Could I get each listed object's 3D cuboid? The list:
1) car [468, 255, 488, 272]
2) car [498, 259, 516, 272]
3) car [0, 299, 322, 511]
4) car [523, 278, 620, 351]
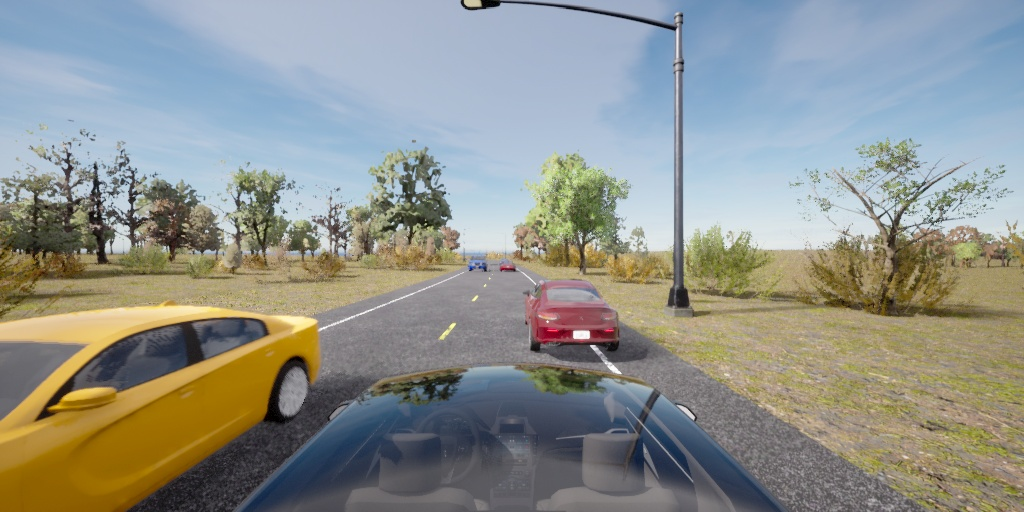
[{"bbox_3d":[-4.223,0.935,44.975,2.150,2.045,5.566,0,0,-2],"label":"car"},{"bbox_3d":[-0.569,1.276,46.004,1.994,1.385,4.181,0,0,-2],"label":"car"},{"bbox_3d":[-3.597,1.227,2.934,1.882,1.535,5.008,0,0,0],"label":"car"},{"bbox_3d":[1.273,1.274,8.848,1.812,1.442,4.674,0,0,0],"label":"car"}]
